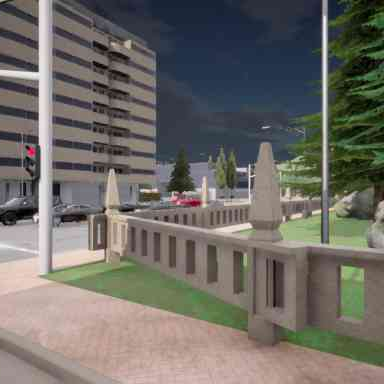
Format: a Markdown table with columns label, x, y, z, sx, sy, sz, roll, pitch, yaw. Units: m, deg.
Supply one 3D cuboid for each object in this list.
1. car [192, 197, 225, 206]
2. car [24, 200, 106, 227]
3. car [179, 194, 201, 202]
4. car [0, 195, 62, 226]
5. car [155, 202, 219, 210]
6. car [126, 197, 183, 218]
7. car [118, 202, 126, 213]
| label | x | y | z | sx | sy | sz | roll | pitch | yaw |
| --- | --- | --- | --- | --- | --- | --- | --- | --- | --- |
| car | 2.267 | 1.619 | 39.148 | 1.994 | 1.385 | 4.181 | 0 | 0 | 35 |
| car | -8.618 | 1.547 | 23.274 | 2.128 | 1.511 | 4.902 | 0 | 0 | 34 |
| car | -0.572 | 1.277 | 41.207 | 2.150 | 2.045 | 5.566 | 0 | 0 | 34 |
| car | -12.070 | 1.277 | 24.431 | 2.150 | 2.045 | 5.566 | 0 | 0 | 34 |
| car | -0.240 | 1.619 | 22.769 | 1.994 | 1.385 | 4.181 | 0 | 0 | 34 |
| car | -3.345 | 1.547 | 30.974 | 2.128 | 1.511 | 4.902 | 0 | 0 | 34 |
| car | -6.555 | 1.656 | 32.485 | 1.895 | 1.301 | 4.718 | 0 | 0 | 34 |
